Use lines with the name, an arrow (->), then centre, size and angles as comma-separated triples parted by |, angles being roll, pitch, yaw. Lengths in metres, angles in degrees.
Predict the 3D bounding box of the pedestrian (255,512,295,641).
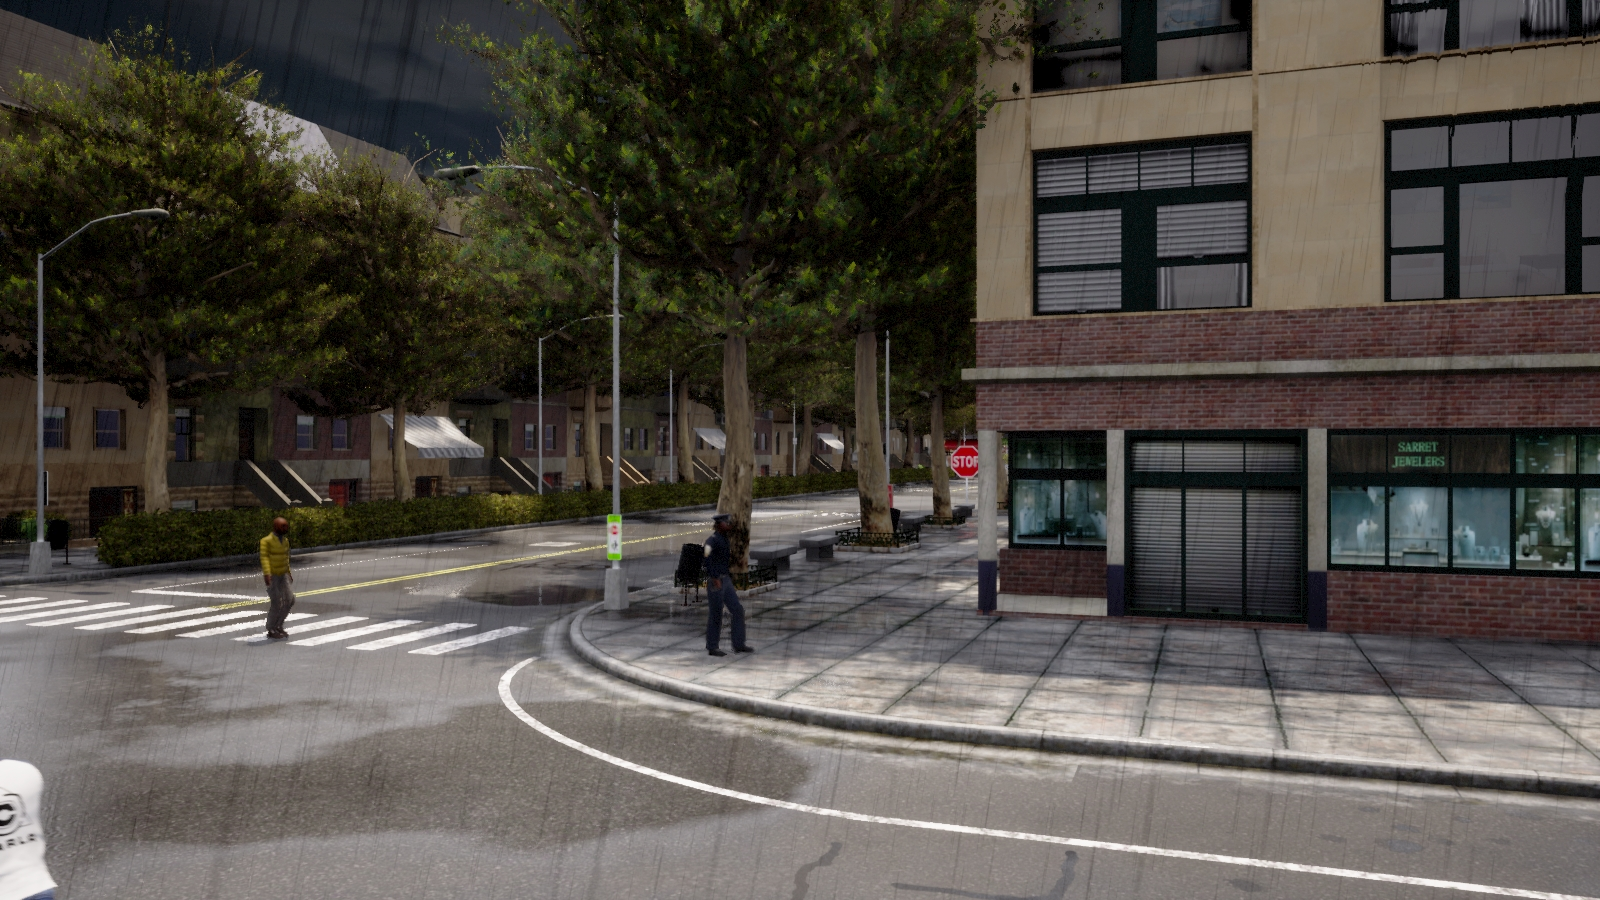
pedestrian -> -7.744, 1.854, 16.861 | 0.375, 1.860, 0.375 | 0, 0, 19

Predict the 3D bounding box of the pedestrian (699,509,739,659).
pedestrian -> -1.031, 1.699, 14.593 | 0.375, 1.860, 0.375 | 0, 0, 26
